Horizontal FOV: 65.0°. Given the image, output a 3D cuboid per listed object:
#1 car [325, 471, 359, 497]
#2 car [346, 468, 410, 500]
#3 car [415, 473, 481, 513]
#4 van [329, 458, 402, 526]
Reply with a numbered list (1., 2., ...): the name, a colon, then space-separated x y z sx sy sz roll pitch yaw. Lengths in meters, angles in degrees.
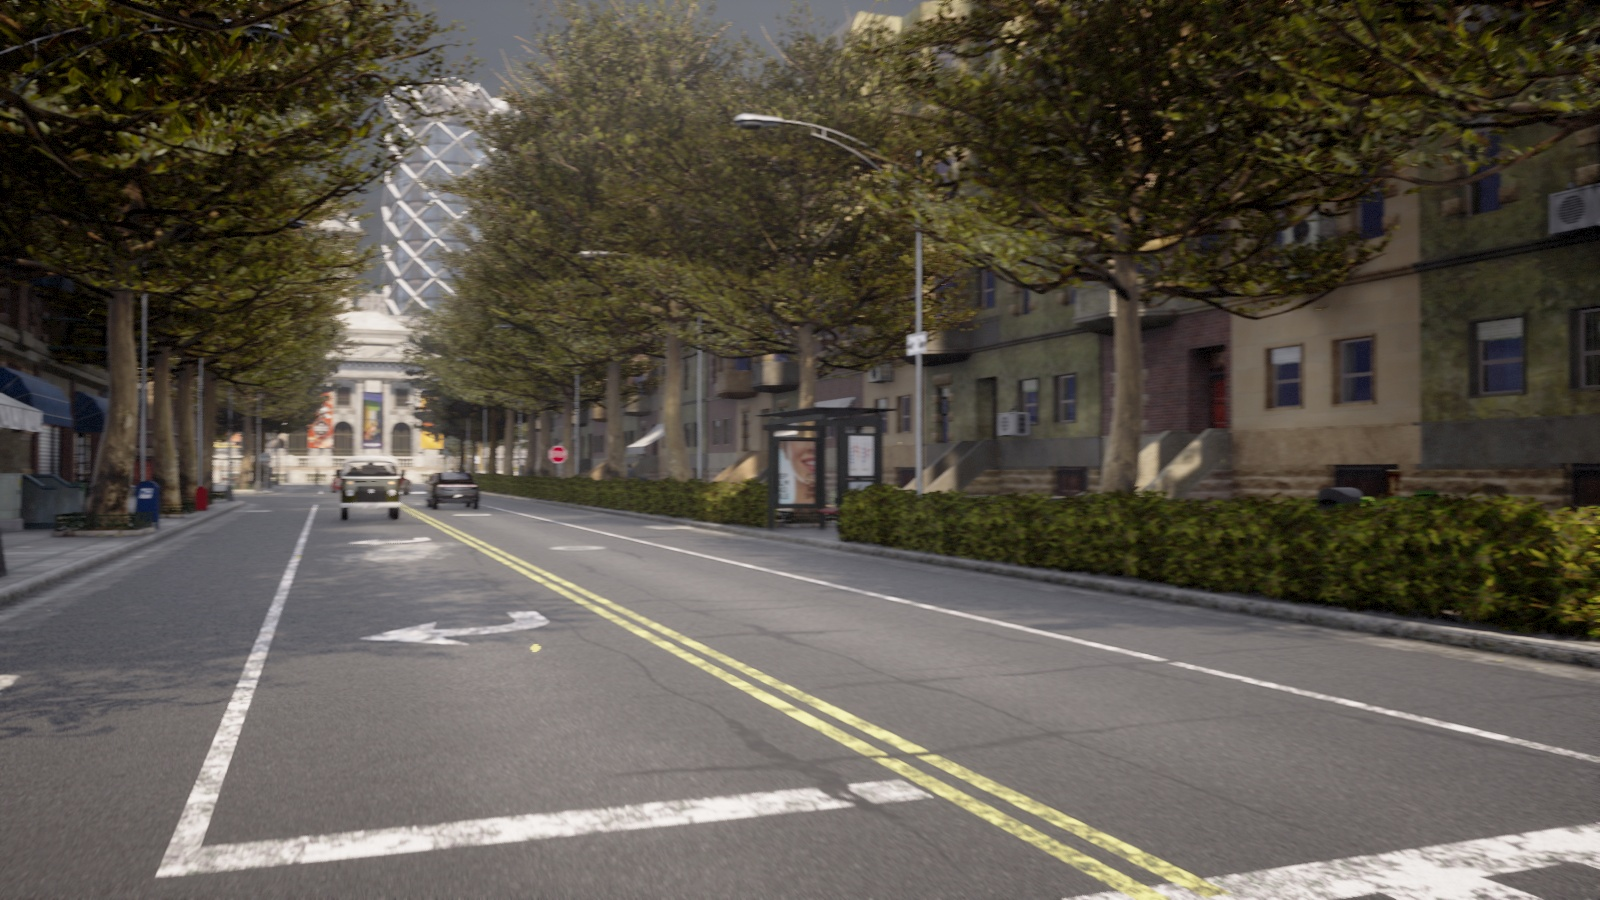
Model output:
1. car: -31.429 2.303 86.136 2.097 1.767 4.553 0 -1 -21
2. car: -25.569 2.037 76.196 1.905 1.878 3.866 0 -1 13
3. car: -14.411 1.712 51.223 2.128 1.511 4.902 0 -1 -21
4. van: -13.955 1.293 40.172 2.069 2.038 4.480 0 -1 -21
